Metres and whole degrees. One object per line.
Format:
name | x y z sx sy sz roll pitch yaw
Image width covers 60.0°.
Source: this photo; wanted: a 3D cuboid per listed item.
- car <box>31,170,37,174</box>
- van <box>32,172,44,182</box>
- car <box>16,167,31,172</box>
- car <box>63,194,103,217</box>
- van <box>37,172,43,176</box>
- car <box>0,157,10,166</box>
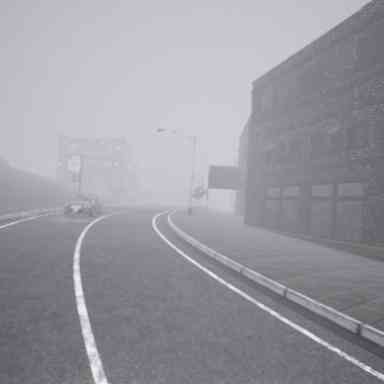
car | -36.652 -4.038 73.923 2.002 1.452 4.674 4 -4 -12
van | -39.248 -3.731 84.826 1.878 1.987 4.442 4 -4 -14
car | -35.509 -4.298 68.505 2.002 1.452 4.674 4 -3 -11
car | -7.599 0.881 23.630 2.128 1.511 4.902 4 0 -5
van | -37.887 -4.019 79.464 1.878 1.987 4.442 4 -4 -13
car | -33.528 -5.064 57.661 2.435 2.045 5.566 4 -3 -8
